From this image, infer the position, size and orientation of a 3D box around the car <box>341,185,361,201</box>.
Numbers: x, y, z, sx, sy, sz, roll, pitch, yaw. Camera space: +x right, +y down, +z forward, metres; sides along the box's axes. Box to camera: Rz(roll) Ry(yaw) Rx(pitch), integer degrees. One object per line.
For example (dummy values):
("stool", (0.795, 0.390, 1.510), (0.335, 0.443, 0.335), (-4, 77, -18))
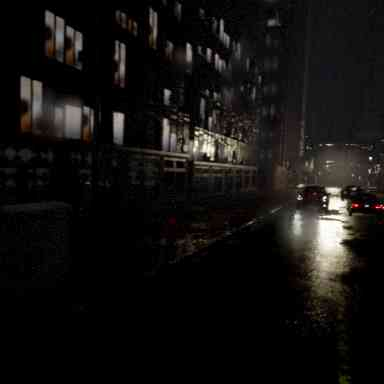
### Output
("car", (16.911, 0.091, 35.082), (2.097, 1.767, 4.553), (4, 3, 23))

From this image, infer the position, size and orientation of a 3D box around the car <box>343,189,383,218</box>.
("car", (11.173, 0.787, 21.663), (2.033, 1.411, 5.357), (4, 4, 23))

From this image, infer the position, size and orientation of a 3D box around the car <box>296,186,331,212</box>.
("car", (8.757, 0.362, 23.808), (2.097, 1.767, 4.553), (4, 4, 23))
